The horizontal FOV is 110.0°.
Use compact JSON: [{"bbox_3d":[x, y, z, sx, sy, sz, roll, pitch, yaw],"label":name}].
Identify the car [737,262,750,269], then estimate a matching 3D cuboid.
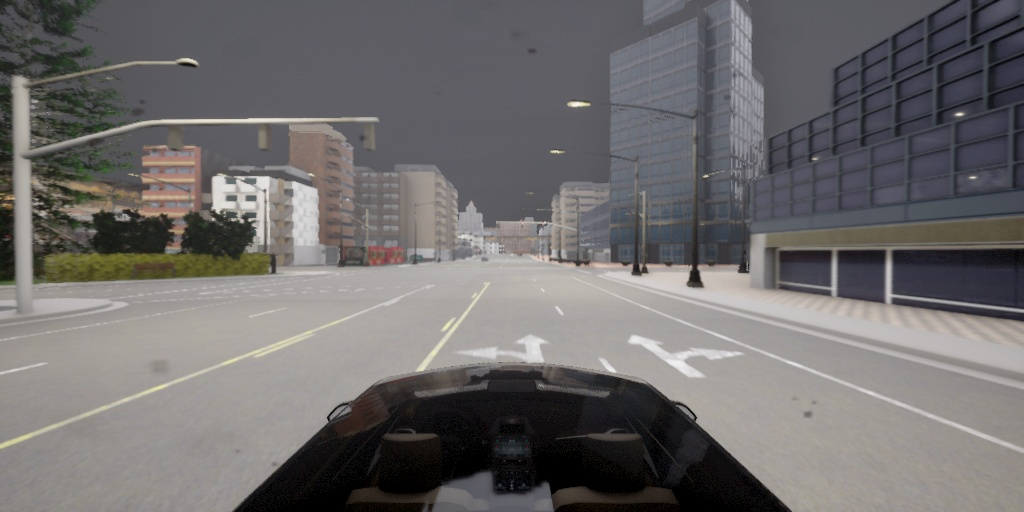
[{"bbox_3d":[30.225,0.996,43.104,5.357,1.411,2.033,0,1,1],"label":"car"}]
